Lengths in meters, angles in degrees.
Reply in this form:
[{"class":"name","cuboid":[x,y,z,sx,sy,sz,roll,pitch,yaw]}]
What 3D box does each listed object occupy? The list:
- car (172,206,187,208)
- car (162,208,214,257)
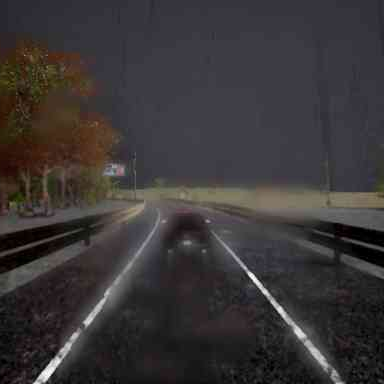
[{"class":"car","cuboid":[-1.227,2.022,32.496,1.895,1.301,4.718,0,-1,-4]},{"class":"car","cuboid":[-0.206,1.654,13.814,1.882,1.535,5.008,0,-1,-2]}]
